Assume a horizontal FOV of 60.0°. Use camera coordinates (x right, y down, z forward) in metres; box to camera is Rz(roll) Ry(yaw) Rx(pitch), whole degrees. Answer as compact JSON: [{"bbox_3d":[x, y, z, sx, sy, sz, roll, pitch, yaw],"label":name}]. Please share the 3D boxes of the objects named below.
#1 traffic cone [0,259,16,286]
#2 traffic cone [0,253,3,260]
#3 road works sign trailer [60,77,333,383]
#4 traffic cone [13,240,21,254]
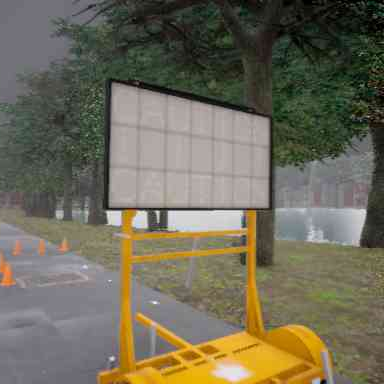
[{"bbox_3d":[-5.037,2.225,9.115,0.340,0.580,0.340,2,-3,-35],"label":"traffic cone"},{"bbox_3d":[-6.188,2.270,10.750,0.340,0.580,0.340,2,-3,-35],"label":"traffic cone"},{"bbox_3d":[-0.033,0.620,4.115,2.380,3.560,2.880,2,-2,-35],"label":"road works sign trailer"},{"bbox_3d":[-7.672,2.392,14.595,0.340,0.580,0.340,2,-3,-35],"label":"traffic cone"}]
